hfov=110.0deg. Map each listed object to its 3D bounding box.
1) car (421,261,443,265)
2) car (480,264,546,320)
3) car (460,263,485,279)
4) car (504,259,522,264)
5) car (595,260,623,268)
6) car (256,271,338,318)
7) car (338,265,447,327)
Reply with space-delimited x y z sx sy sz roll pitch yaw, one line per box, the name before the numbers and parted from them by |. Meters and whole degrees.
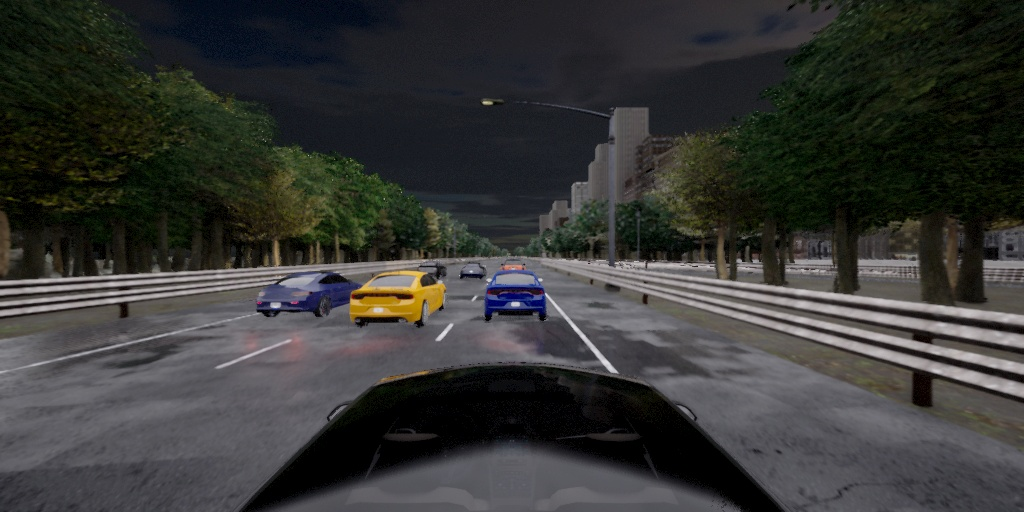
car | -6.894 1.195 31.230 2.128 1.511 4.902 0 0 0
car | 0.104 1.217 12.679 1.882 1.535 5.008 0 0 0
car | -3.394 1.266 31.870 1.994 1.385 4.181 0 0 0
car | 0.109 1.056 31.023 2.097 1.767 4.553 0 0 0
car | 16.036 1.394 59.649 1.895 1.301 4.718 0 1 -32
car | -6.899 1.265 12.769 1.812 1.442 4.674 0 0 0
car | -3.397 1.219 11.593 1.882 1.535 5.008 0 0 0
